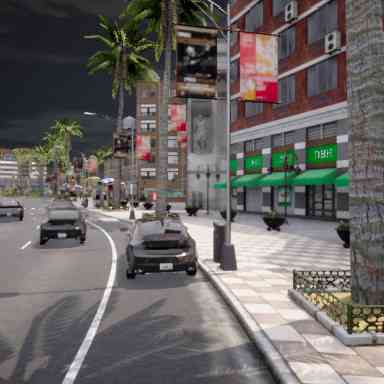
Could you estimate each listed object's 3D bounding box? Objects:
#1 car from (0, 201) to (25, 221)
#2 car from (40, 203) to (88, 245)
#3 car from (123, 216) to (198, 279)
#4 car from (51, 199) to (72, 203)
[{"bbox_3d":[-14.761,1.480,27.118,2.128,1.511,4.902,0,0,-26],"label":"car"},{"bbox_3d":[-6.008,1.501,15.758,1.837,1.490,4.892,0,0,-18],"label":"car"},{"bbox_3d":[-1.087,1.504,10.197,1.837,1.490,4.892,0,0,-11],"label":"car"},{"bbox_3d":[-10.052,1.345,25.447,2.097,1.767,4.553,0,0,-26],"label":"car"}]
